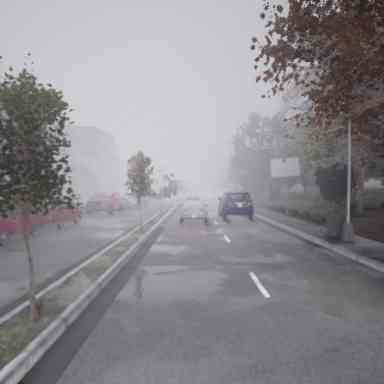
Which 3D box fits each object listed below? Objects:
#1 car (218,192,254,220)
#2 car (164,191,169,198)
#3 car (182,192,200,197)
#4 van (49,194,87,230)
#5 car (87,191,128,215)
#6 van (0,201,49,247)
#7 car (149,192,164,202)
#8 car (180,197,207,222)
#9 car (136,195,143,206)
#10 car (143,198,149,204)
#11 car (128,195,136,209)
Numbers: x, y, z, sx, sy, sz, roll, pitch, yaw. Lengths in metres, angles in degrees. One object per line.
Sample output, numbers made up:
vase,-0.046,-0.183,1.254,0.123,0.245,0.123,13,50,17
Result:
car,3.277,1.005,25.439,2.150,2.045,5.566,0,0,0
car,-7.484,0.650,79.247,2.163,1.488,4.792,0,1,3
car,0.156,1.112,41.810,2.128,1.511,4.902,0,1,0
van,-8.067,1.097,19.713,1.878,1.987,4.442,0,1,0
car,-7.994,0.964,30.893,2.435,2.045,5.566,0,1,0
van,-8.105,1.146,14.167,1.878,1.987,4.442,0,0,0
car,-7.736,0.755,69.652,2.097,1.535,5.008,0,1,1
car,0.126,1.324,23.897,1.812,1.442,4.674,0,1,0
car,-7.921,1.137,42.019,2.002,1.452,4.674,0,1,0
car,-7.883,1.063,47.535,2.163,1.488,4.792,0,1,0
car,-7.957,1.188,36.441,2.163,1.488,4.792,0,1,0
